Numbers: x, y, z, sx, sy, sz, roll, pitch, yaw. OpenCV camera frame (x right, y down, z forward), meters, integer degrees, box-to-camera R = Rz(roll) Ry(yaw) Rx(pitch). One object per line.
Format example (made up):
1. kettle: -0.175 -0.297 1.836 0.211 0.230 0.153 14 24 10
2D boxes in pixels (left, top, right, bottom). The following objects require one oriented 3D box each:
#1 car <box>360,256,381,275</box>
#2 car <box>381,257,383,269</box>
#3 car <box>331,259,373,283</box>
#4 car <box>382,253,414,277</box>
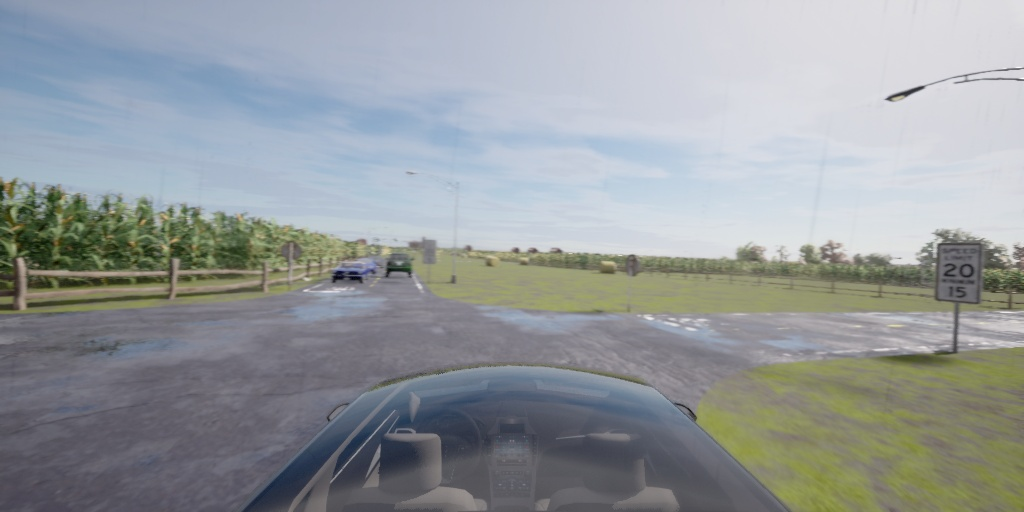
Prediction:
1. car: -13.504 0.900 33.158 1.812 1.442 4.674 3 0 -17
2. car: -17.416 0.778 45.838 1.837 1.490 4.892 3 1 -17
3. car: -10.573 1.044 23.683 1.895 1.301 4.718 3 0 -17
4. car: -9.949 0.738 31.684 2.150 2.045 5.566 3 0 -17
